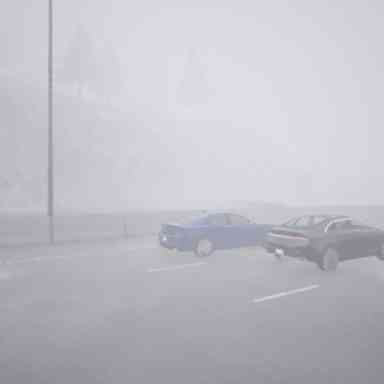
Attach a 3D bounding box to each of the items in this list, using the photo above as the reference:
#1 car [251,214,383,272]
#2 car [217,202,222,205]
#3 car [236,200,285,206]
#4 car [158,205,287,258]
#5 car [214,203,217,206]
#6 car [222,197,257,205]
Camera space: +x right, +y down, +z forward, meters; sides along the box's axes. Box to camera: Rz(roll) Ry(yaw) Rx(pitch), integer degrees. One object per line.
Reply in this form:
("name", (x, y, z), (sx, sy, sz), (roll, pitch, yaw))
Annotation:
("car", (4.541, 1.465, 10.654), (4.902, 1.511, 2.128), (0, 0, -31))
("car", (5.567, 1.404, 35.302), (4.902, 1.511, 2.128), (0, 0, -26))
("car", (6.382, 1.532, 27.920), (4.718, 1.301, 1.895), (0, 0, -27))
("car", (1.151, 1.446, 12.696), (5.008, 1.535, 1.882), (0, 0, -32))
("car", (4.932, 1.408, 38.883), (4.892, 1.490, 1.837), (0, 0, -25))
("car", (5.924, 1.469, 31.630), (5.357, 1.411, 2.033), (0, 0, -27))
